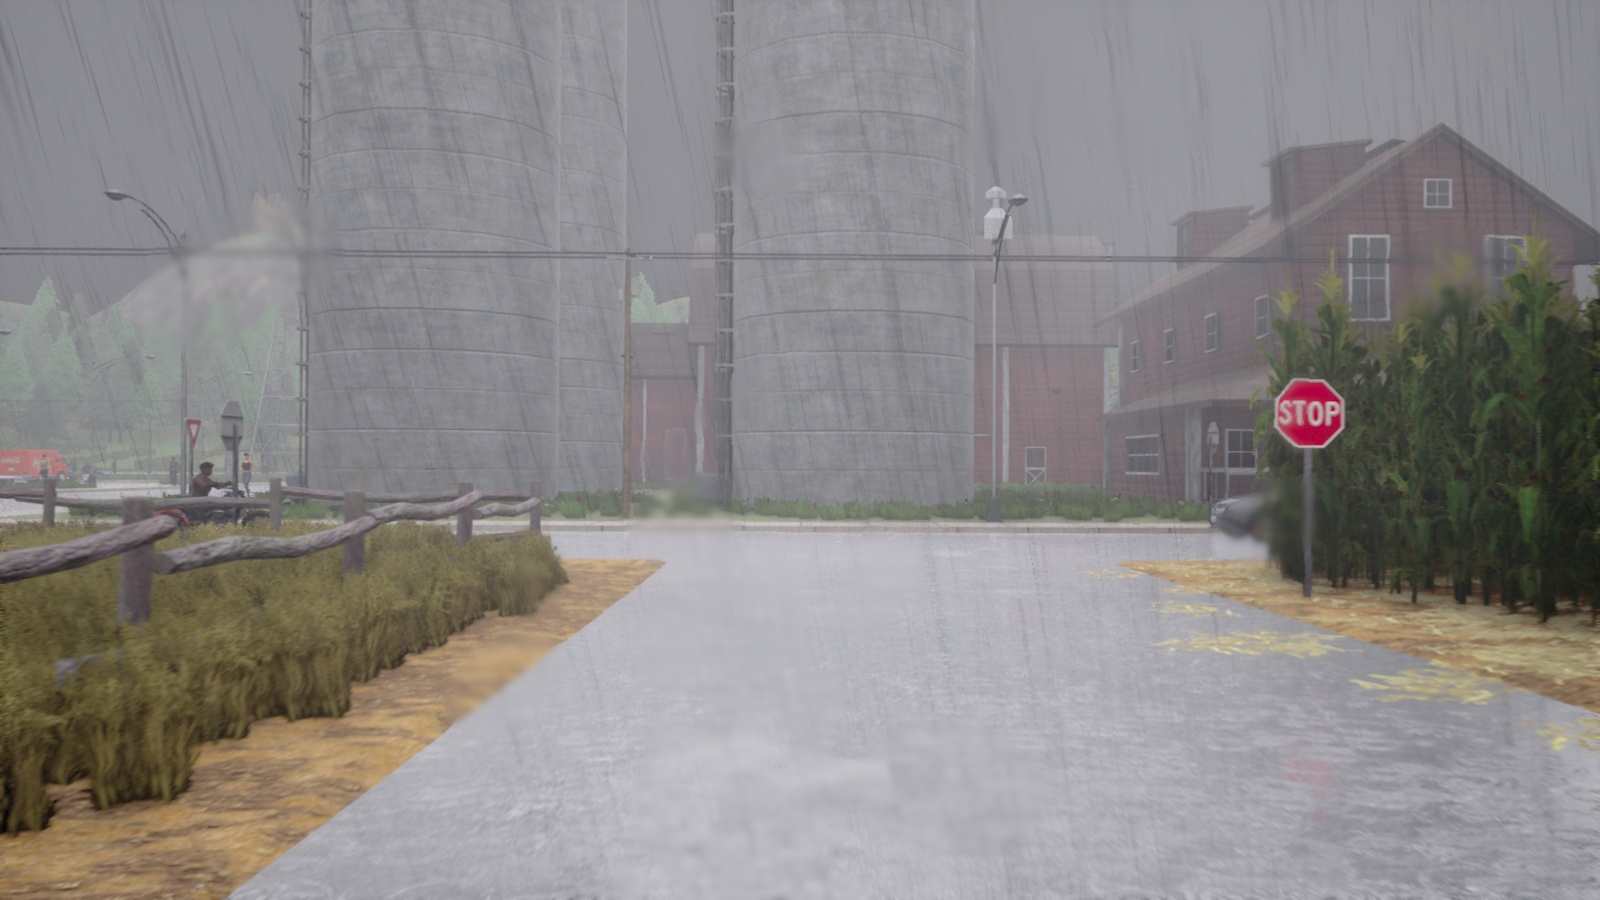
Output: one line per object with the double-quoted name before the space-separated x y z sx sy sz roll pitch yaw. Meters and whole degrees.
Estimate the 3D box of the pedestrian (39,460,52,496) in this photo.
"pedestrian" -38.808 1.445 64.573 0.345 1.836 0.594 0 -1 -3

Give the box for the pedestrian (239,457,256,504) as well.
"pedestrian" -21.660 1.185 49.248 0.345 1.836 0.594 0 -1 5

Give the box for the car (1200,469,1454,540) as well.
"car" 11.201 1.144 26.930 4.674 1.442 1.812 0 -1 0

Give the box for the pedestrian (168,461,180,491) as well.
"pedestrian" -38.602 1.605 77.440 0.328 1.805 0.869 0 -1 -3

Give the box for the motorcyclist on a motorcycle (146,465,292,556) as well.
"motorcyclist on a motorcycle" -10.775 1.112 23.324 2.350 1.649 0.766 0 -1 0
